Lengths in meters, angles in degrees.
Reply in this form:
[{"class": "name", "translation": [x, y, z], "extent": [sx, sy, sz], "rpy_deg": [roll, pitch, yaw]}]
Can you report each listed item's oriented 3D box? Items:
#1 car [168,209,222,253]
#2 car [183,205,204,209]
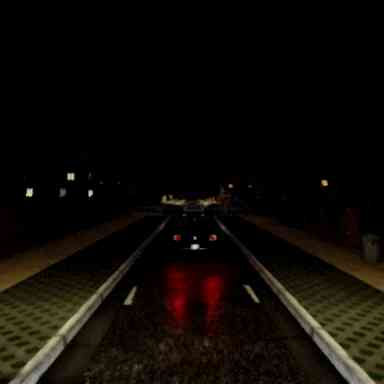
[{"class": "car", "translation": [0.104, 1.596, 13.652], "extent": [1.895, 1.301, 4.718], "rpy_deg": [0, 0, 0]}, {"class": "car", "translation": [0.095, 1.598, 24.287], "extent": [1.895, 1.301, 4.718], "rpy_deg": [0, 0, 0]}]
